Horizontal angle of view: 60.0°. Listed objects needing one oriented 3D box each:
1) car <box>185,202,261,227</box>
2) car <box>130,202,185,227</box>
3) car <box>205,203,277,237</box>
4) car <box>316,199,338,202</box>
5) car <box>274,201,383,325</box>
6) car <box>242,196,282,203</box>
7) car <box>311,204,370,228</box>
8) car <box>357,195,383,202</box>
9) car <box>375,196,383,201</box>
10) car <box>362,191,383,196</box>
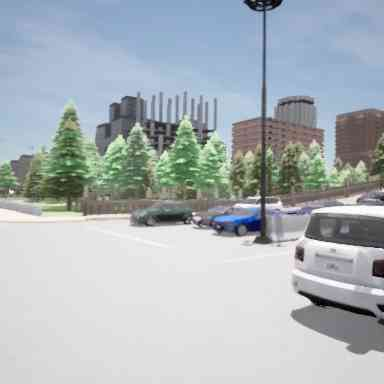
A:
[{"bbox_3d":[2.299,1.657,22.777,4.902,1.511,2.128,1,0,-35],"label":"car"},{"bbox_3d":[-2.141,1.490,23.999,4.553,1.767,2.097,1,0,-34],"label":"car"},{"bbox_3d":[3.469,1.631,19.325,5.008,1.535,1.882,1,0,-35],"label":"car"},{"bbox_3d":[13.961,1.476,35.303,5.357,1.411,2.033,-3,2,-35],"label":"car"},{"bbox_3d":[4.459,1.308,6.929,5.566,2.045,2.150,1,0,-35],"label":"car"},{"bbox_3d":[5.712,1.425,29.462,5.566,2.045,2.150,0,0,-35],"label":"car"},{"bbox_3d":[11.072,1.716,24.694,4.674,1.442,1.812,-1,0,-35],"label":"car"},{"bbox_3d":[17.881,1.404,33.784,4.718,1.301,1.895,-4,2,-35],"label":"car"},{"bbox_3d":[19.139,1.333,30.389,5.008,1.535,1.882,-4,2,-35],"label":"car"},{"bbox_3d":[22.419,0.675,41.266,5.008,1.535,1.882,-7,4,-35],"label":"car"}]
